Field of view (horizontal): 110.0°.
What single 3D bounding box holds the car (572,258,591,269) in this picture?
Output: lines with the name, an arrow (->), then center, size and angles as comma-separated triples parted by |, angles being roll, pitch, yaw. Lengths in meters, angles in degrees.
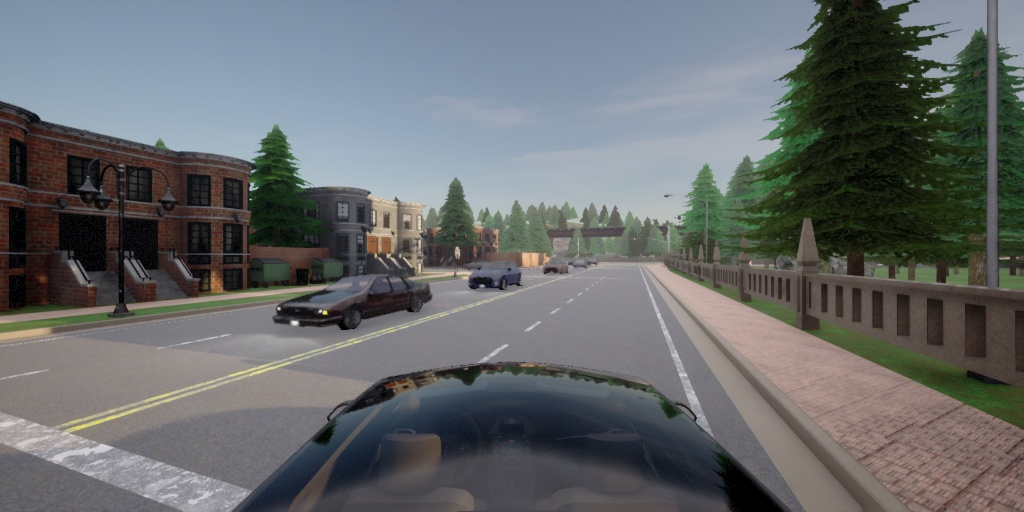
car -> 10.725, 1.276, 56.083 | 1.812, 1.442, 4.674 | 0, 0, 19

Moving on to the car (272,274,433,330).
car -> -4.594, 1.298, 11.517 | 2.033, 1.411, 5.357 | 0, 0, 19

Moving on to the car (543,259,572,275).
car -> 4.755, 1.103, 38.744 | 2.097, 1.767, 4.553 | 0, 0, 19

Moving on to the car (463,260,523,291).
car -> -0.923, 1.101, 22.109 | 2.097, 1.767, 4.553 | 0, 0, 19

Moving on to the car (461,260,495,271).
car -> -4.659, 1.275, 49.243 | 4.181, 1.385, 1.994 | 0, 0, 20
